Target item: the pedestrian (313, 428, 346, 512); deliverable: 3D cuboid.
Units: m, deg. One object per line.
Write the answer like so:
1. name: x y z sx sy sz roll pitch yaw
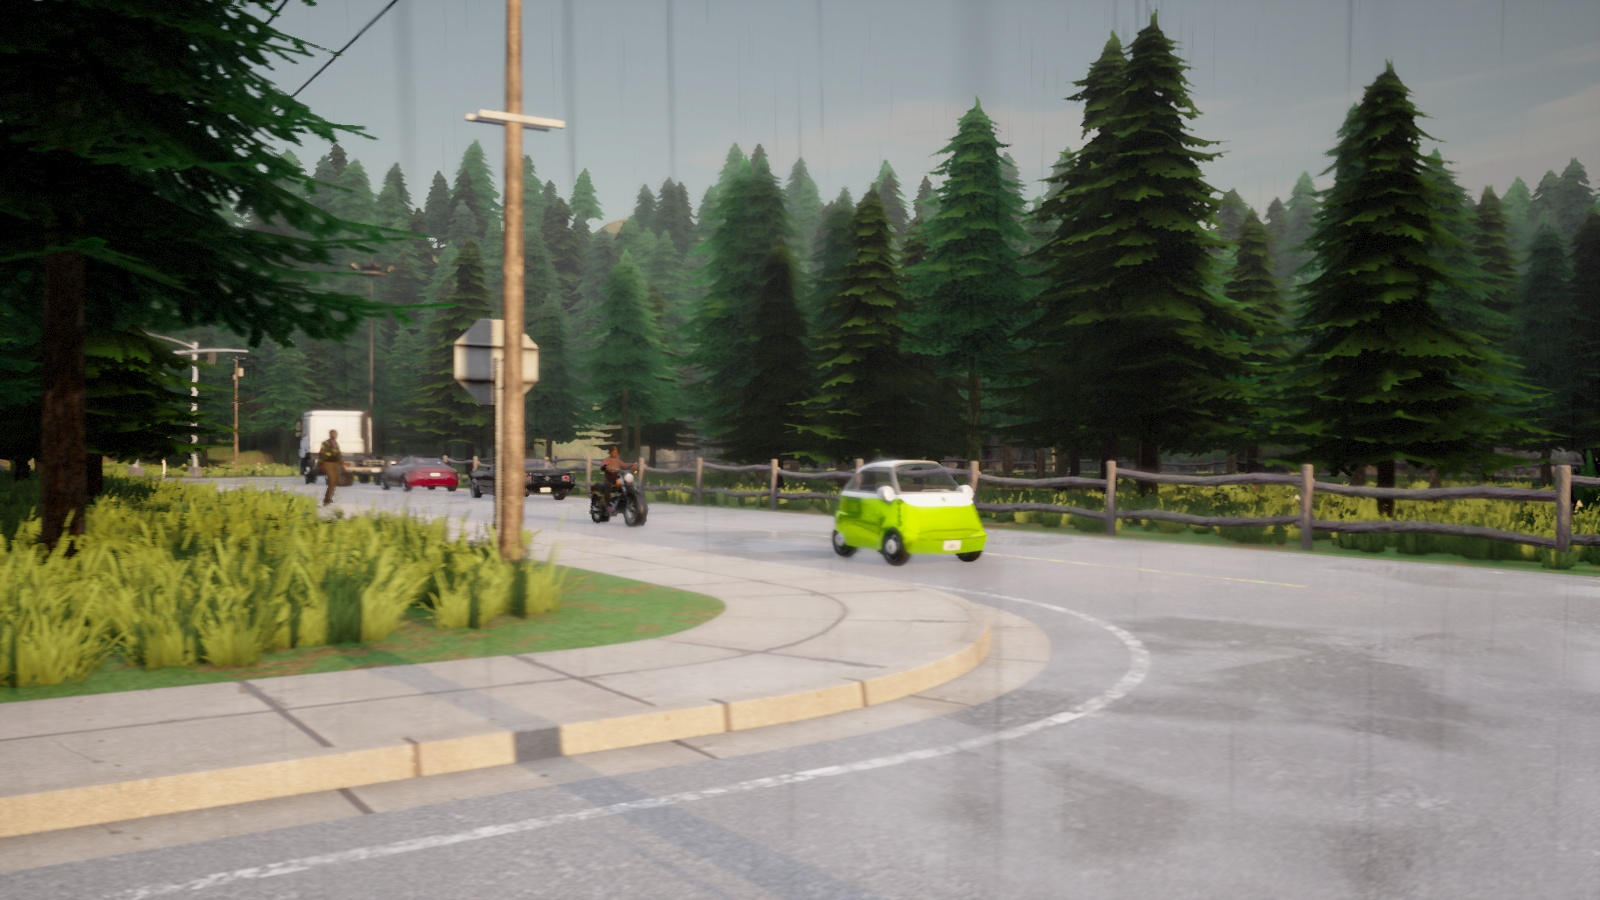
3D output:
1. pedestrian: -10.981 0.465 29.327 0.692 1.930 0.395 0 0 36

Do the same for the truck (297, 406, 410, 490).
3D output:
1. truck: -20.080 -0.079 56.139 2.891 3.462 7.936 0 0 -34

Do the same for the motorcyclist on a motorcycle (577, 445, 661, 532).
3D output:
1. motorcyclist on a motorcycle: -3.651 0.733 25.140 0.766 1.649 2.350 0 0 -33

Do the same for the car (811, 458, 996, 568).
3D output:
1. car: 1.377 0.807 17.154 1.481 1.376 2.207 0 -1 -32

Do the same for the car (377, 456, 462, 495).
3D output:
1. car: -14.529 0.935 47.813 1.994 1.385 4.181 0 0 -34

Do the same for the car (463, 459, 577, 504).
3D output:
1. car: -8.802 0.938 39.210 1.895 1.301 4.718 0 0 -34
